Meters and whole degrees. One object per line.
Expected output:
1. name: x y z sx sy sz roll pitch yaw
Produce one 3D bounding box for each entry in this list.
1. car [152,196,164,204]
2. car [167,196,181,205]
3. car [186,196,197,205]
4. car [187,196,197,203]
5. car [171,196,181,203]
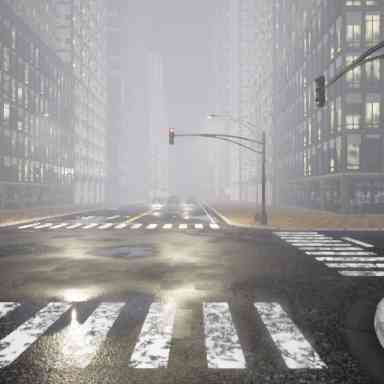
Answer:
1. car: -6.550 1.607 64.255 2.128 1.511 4.902 0 0 0
2. car: -3.297 1.452 60.060 2.097 1.767 4.553 0 0 0
3. car: -0.047 1.703 60.537 1.895 1.301 4.718 0 0 0
4. car: -0.054 1.540 70.510 1.994 1.385 4.181 0 0 0
5. car: -3.304 1.565 70.121 1.895 1.301 4.718 0 0 0
